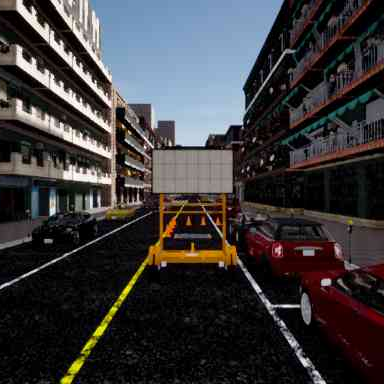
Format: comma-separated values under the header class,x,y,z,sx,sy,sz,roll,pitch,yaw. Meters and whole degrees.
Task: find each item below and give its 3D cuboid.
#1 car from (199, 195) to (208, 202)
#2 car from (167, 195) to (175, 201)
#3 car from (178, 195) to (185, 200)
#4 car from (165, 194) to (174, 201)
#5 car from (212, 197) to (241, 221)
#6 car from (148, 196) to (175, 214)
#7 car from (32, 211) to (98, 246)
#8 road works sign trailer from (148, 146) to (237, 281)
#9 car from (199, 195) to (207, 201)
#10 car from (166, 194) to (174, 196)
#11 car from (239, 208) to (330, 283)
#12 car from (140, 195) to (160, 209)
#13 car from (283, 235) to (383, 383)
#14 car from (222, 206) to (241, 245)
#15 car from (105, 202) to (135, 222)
class,x,y,z,sx,sy,sz,roll,pitch,yaw
car,2.862,1.500,77.462,1.752,1.417,4.829,0,0,0
car,-5.494,1.513,88.587,1.887,1.381,4.507,0,0,0
car,-2.803,1.581,89.771,1.895,1.301,4.718,0,0,0
car,-5.506,1.412,82.950,1.967,1.590,4.097,0,0,0
car,2.751,1.311,26.564,2.192,1.841,5.009,0,0,0
car,-3.023,1.485,34.883,2.128,1.511,4.902,0,0,0
car,-5.657,1.565,15.313,1.947,1.339,4.313,0,0,0
road works sign trailer,0.021,0.464,9.794,2.380,3.560,2.880,0,0,0
car,2.886,1.513,88.564,1.887,1.381,4.507,0,0,0
car,-5.518,1.290,77.314,2.192,1.841,5.009,0,0,0
car,2.712,1.440,9.655,1.967,1.590,4.097,0,0,0
car,-5.594,1.431,43.496,1.967,1.590,4.097,0,0,0
car,2.700,1.545,4.019,1.887,1.381,4.507,0,0,0
car,2.725,1.550,15.291,2.008,1.369,4.403,0,0,0
car,-5.632,1.522,26.416,1.752,1.417,4.829,0,0,0
